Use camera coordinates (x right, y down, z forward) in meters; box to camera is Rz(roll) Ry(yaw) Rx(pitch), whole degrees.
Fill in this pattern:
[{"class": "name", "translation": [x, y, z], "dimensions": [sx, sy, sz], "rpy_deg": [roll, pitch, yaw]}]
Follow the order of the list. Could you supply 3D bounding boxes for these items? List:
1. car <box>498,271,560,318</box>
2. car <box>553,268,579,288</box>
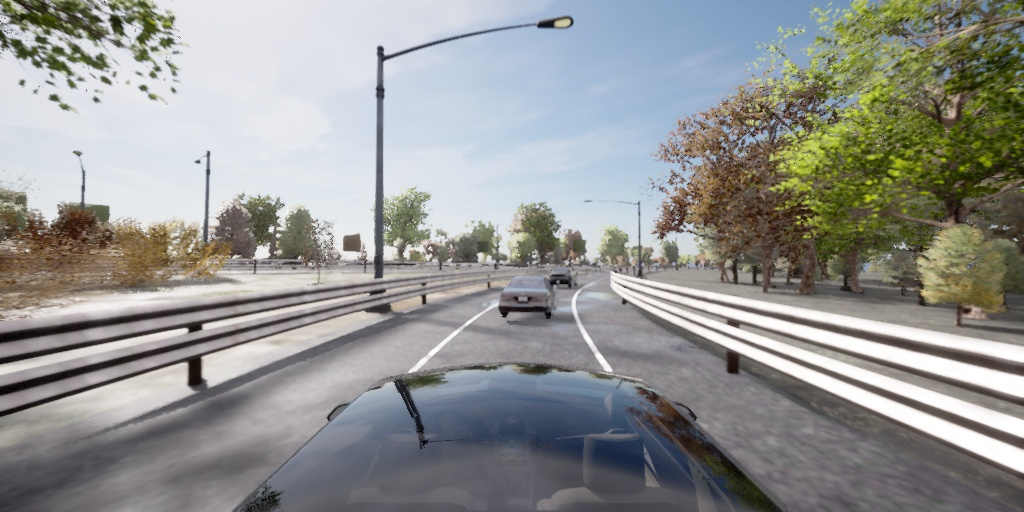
[{"class": "car", "translation": [0.711, 1.477, 14.027], "dimensions": [2.033, 1.411, 5.357], "rpy_deg": [0, -1, 8]}, {"class": "car", "translation": [4.226, 1.739, 29.275], "dimensions": [1.837, 1.490, 4.892], "rpy_deg": [0, -1, 18]}]
